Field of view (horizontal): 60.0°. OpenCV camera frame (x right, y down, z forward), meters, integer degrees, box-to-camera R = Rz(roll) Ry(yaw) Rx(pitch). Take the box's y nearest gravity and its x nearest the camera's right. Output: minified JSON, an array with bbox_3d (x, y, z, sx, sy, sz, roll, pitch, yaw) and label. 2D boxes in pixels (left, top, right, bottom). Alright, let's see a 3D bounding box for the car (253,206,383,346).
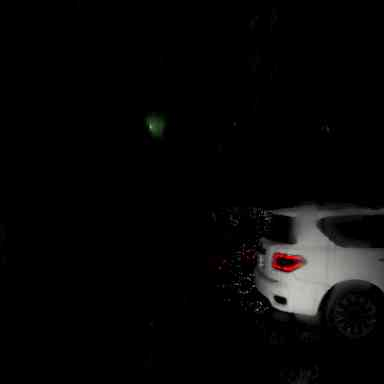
[{"bbox_3d":[3.913,1.266,5.906,5.566,2.045,2.150,0,-2,0],"label":"car"}]
